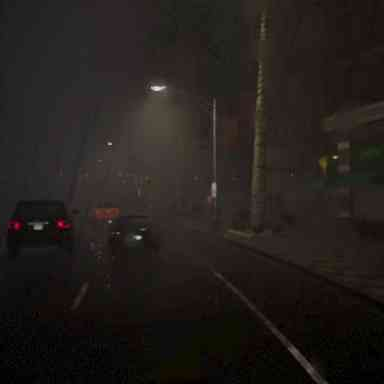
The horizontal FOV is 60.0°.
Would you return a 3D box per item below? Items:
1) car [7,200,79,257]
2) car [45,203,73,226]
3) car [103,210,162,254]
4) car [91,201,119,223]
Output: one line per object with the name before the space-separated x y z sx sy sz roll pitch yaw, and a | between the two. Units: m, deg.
car | -5.994 1.329 13.786 2.150 2.045 5.566 0 -1 -18
car | -10.381 1.683 26.269 1.882 1.535 5.008 0 0 -20
car | -2.573 1.666 14.153 1.994 1.385 4.181 0 0 -17
car | -7.340 1.561 28.115 2.097 1.767 4.553 0 0 -20
